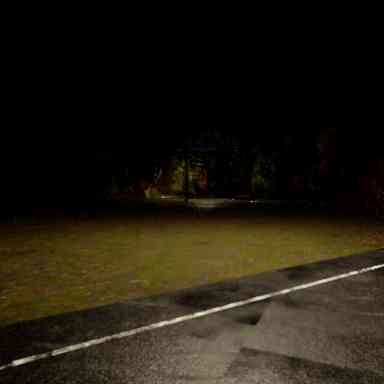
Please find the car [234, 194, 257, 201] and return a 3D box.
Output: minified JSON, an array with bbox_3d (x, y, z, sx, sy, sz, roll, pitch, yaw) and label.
[{"bbox_3d":[11.362,1.211,70.852,2.033,1.411,5.357,0,0,-34],"label":"car"}]
